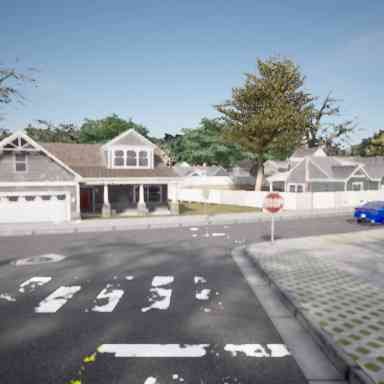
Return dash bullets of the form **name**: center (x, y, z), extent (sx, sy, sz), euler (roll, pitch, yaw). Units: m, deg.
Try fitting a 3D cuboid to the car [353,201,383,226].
- **car**: center (13.056, 1.334, 22.489), extent (5.008, 1.535, 1.882), euler (-1, 3, -31)
